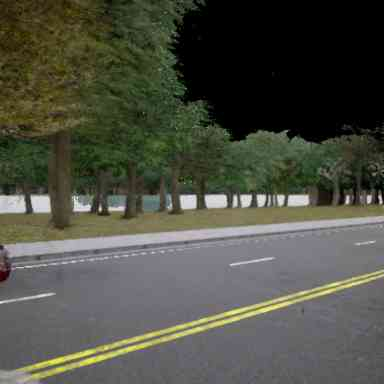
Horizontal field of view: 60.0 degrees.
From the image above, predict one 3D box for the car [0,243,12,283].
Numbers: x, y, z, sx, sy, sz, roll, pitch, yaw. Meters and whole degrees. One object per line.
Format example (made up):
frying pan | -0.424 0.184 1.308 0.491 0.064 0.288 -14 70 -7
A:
car | -6.273 1.559 7.196 4.181 1.385 1.994 0 0 -35
